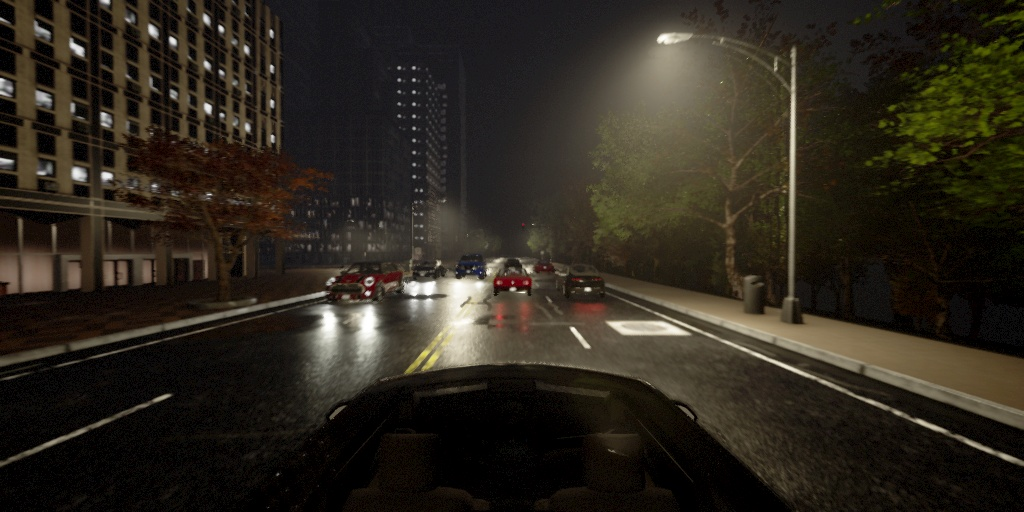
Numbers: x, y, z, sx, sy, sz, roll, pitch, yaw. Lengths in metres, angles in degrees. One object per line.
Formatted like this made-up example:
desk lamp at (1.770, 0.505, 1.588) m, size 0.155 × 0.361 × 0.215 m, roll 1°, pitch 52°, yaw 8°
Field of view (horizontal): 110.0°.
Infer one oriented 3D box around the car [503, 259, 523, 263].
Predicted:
car at (0.098, 1.046, 38.334) m, size 1.837 × 1.490 × 4.892 m, roll 0°, pitch 0°, yaw 0°

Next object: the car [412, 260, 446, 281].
car at (-6.514, 1.090, 28.623) m, size 2.128 × 1.511 × 4.902 m, roll 0°, pitch 0°, yaw 0°

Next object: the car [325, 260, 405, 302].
car at (-6.528, 1.017, 16.396) m, size 2.097 × 1.767 × 4.553 m, roll 0°, pitch 0°, yaw 1°

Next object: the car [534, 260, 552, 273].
car at (3.347, 1.107, 38.281) m, size 1.994 × 1.385 × 4.181 m, roll 0°, pitch 0°, yaw 0°

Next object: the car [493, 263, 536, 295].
car at (0.048, 1.253, 18.827) m, size 1.895 × 1.301 × 4.718 m, roll 0°, pitch 0°, yaw 0°

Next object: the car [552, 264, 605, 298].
car at (3.292, 1.164, 17.866) m, size 1.837 × 1.490 × 4.892 m, roll 0°, pitch 1°, yaw 1°

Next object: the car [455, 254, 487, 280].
car at (-3.253, 0.818, 29.647) m, size 2.150 × 2.045 × 5.566 m, roll 0°, pitch 0°, yaw 0°
